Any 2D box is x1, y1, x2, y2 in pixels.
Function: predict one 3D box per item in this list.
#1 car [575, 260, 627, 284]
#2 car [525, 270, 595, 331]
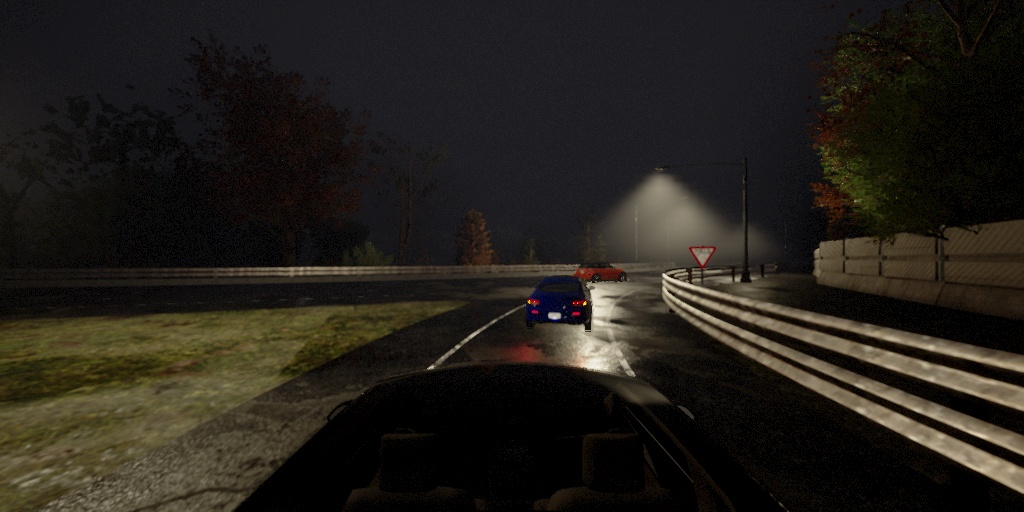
[{"bbox_3d":[7.242,1.311,29.176,4.553,1.767,2.097,0,-1,-34],"label":"car"},{"bbox_3d":[1.600,1.348,11.262,1.812,1.442,4.674,0,0,13],"label":"car"}]
